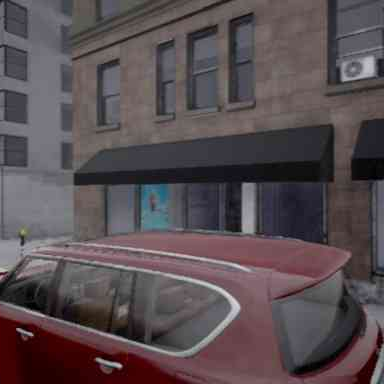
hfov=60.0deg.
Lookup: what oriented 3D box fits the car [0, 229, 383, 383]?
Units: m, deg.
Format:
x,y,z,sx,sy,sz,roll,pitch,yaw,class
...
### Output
x,y,z,sx,sy,sz,roll,pitch,yaw,class
-0.755,1.347,3.487,5.009,1.841,2.192,-1,0,36,car
